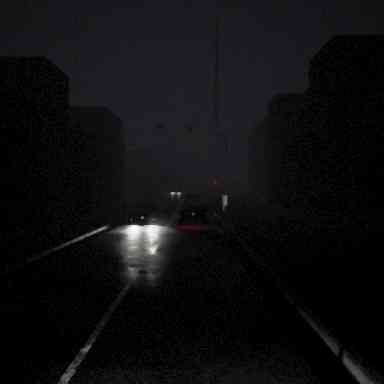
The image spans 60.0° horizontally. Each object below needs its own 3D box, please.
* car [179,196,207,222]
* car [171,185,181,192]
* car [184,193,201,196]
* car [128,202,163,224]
[{"bbox_3d":[0.086,1.310,24.322,1.882,1.535,5.008,0,0,0],"label":"car"},{"bbox_3d":[-3.083,-0.737,64.765,2.033,1.411,5.357,0,4,0],"label":"car"},{"bbox_3d":[0.078,0.815,41.495,2.128,1.511,4.902,0,3,0],"label":"car"},{"bbox_3d":[-3.111,1.408,22.881,1.994,1.385,4.181,0,0,0],"label":"car"}]
